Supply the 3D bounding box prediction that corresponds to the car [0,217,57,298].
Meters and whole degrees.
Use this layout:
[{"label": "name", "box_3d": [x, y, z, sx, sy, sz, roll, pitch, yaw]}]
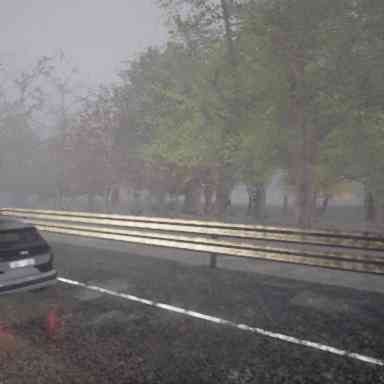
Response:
[{"label": "car", "box_3d": [-4.985, 1.380, 7.433, 4.856, 1.649, 2.033, 0, 0, 35]}]
